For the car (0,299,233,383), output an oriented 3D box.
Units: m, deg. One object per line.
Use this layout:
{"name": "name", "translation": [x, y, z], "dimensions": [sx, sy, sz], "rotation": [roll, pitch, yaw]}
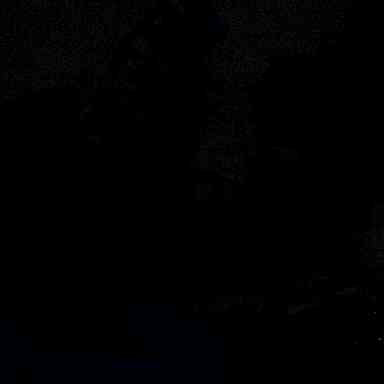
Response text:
{"name": "car", "translation": [-1.976, 1.507, 1.631], "dimensions": [5.008, 1.535, 1.882], "rotation": [-1, 0, -36]}
